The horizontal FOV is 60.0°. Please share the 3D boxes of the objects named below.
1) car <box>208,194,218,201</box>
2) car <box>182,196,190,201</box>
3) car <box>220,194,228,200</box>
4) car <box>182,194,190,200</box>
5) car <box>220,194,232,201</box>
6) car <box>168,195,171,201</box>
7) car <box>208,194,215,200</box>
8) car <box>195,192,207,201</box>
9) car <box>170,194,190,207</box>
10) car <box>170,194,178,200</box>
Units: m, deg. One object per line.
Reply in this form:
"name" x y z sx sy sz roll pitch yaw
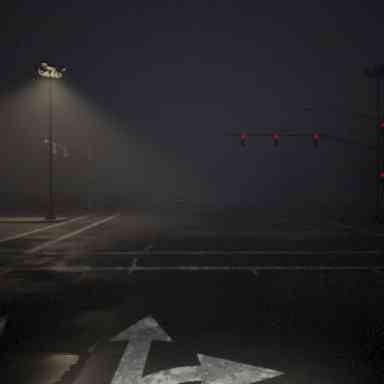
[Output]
"car" 5.435 1.588 84.248 1.895 1.301 4.718 0 0 0
"car" -1.567 1.587 83.873 1.895 1.301 4.718 0 0 0
"car" 8.986 1.354 92.951 1.812 1.442 4.674 0 0 0
"car" -1.513 1.355 93.013 2.128 1.511 4.902 0 0 0
"car" 8.930 1.531 83.365 2.033 1.411 5.357 0 0 0
"car" -5.065 1.492 84.280 1.837 1.490 4.892 0 0 0
"car" 5.486 1.354 92.972 1.812 1.442 4.674 0 0 0
"car" 1.930 1.216 83.436 2.150 2.045 5.566 0 0 0
"car" -1.754 1.491 51.980 2.128 1.511 4.902 0 0 0
"car" -5.013 1.382 93.033 1.994 1.385 4.181 0 0 0
